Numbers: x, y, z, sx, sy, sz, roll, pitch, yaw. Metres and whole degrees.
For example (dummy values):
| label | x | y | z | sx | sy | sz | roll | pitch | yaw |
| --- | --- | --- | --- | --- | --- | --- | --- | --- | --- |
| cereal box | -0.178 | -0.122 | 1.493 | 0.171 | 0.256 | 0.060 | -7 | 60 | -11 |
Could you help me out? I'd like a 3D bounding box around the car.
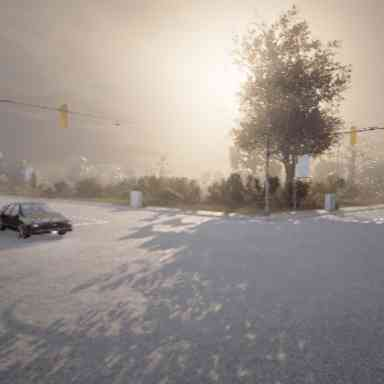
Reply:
| label | x | y | z | sx | sy | sz | roll | pitch | yaw |
| --- | --- | --- | --- | --- | --- | --- | --- | --- | --- |
| car | -7.514 | 1.198 | 15.433 | 5.357 | 1.411 | 2.033 | 2 | 1 | 44 |
